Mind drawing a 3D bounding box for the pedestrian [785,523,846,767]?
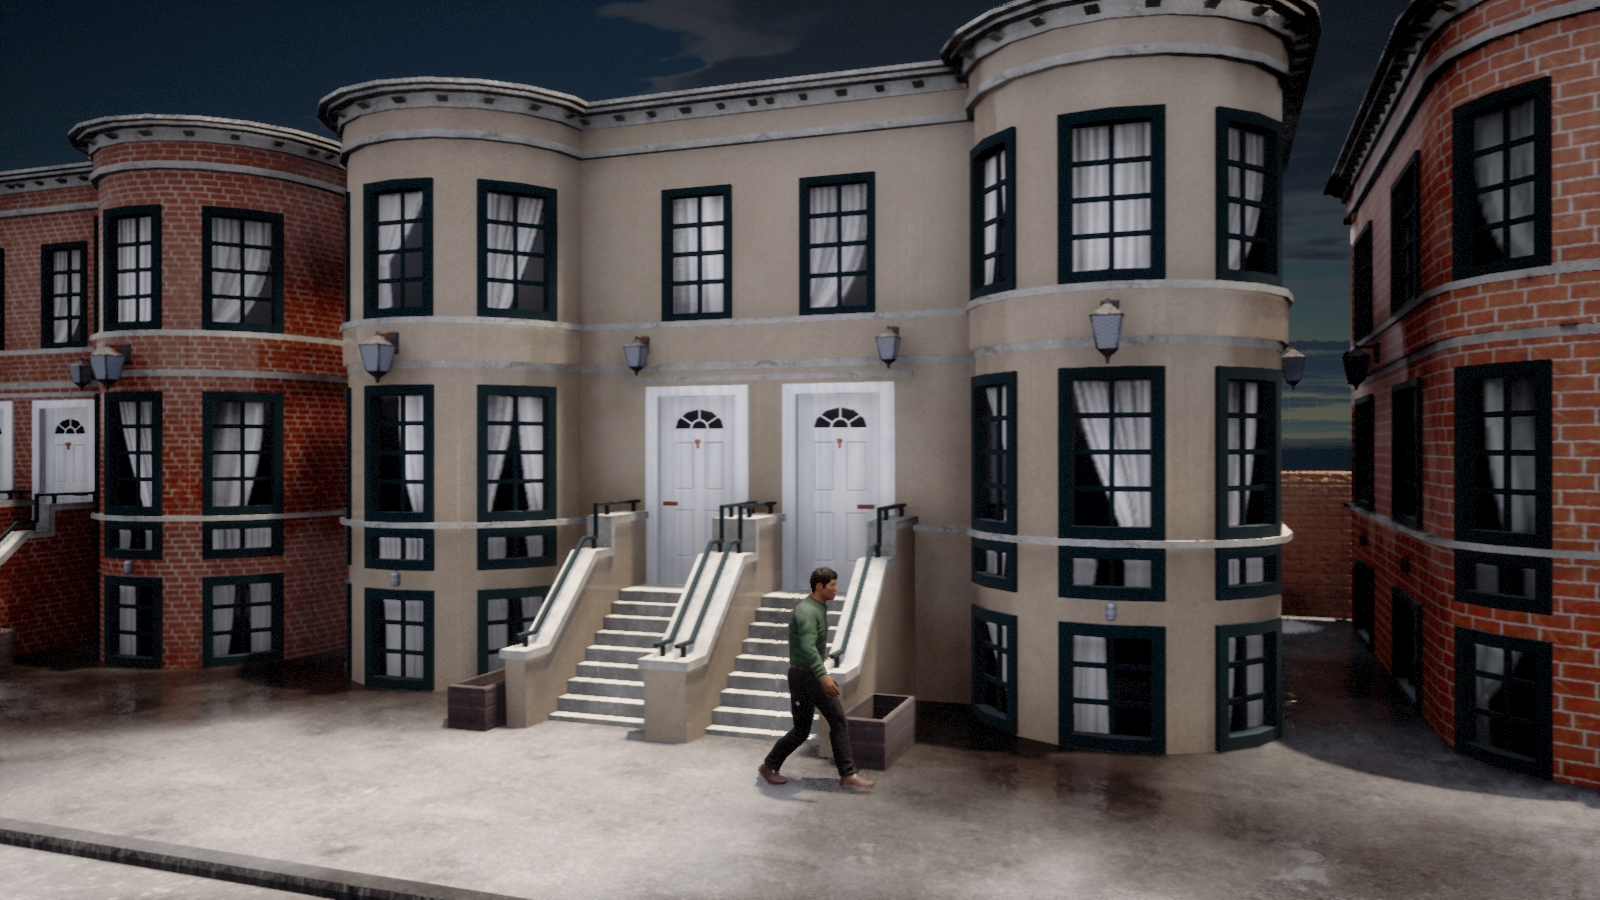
[{"bbox_3d":[0.127,1.530,9.100,0.375,1.860,0.375,0,0,20],"label":"pedestrian"}]
